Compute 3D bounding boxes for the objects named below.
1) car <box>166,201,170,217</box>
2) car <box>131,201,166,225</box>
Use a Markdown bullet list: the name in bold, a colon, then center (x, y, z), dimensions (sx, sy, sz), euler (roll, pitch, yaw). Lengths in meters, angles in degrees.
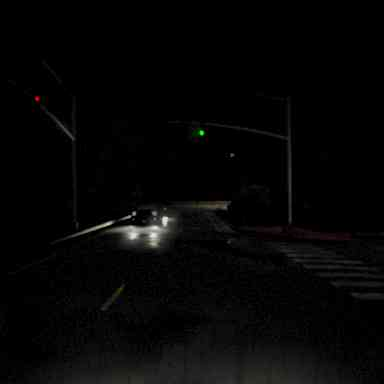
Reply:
- **car**: center (-3.561, 1.760, 36.917), dimensions (2.097, 1.767, 4.553), euler (0, -1, 0)
- **car**: center (-3.588, 1.653, 27.155), dimensions (2.097, 1.767, 4.553), euler (0, -1, 0)
